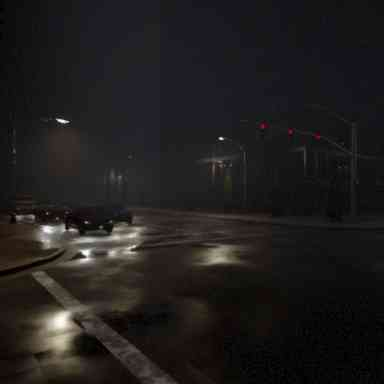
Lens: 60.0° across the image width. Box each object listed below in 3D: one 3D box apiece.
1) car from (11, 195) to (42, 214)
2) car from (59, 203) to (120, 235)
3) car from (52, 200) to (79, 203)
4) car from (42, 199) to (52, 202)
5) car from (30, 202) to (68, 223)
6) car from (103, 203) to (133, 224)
[{"bbox_3d":[-19.121,1.353,37.822,2.150,2.045,5.566,1,-1,-35],"label":"car"},{"bbox_3d":[-6.338,1.655,20.145,1.812,1.442,4.674,1,0,-36],"label":"car"},{"bbox_3d":[-12.617,1.662,34.778,2.128,1.511,4.902,1,-1,-36],"label":"car"},{"bbox_3d":[-19.257,1.658,43.994,2.128,1.511,4.902,1,0,-36],"label":"car"},{"bbox_3d":[-11.685,1.731,27.507,1.895,1.301,4.718,1,0,-36],"label":"car"},{"bbox_3d":[-6.318,1.646,26.058,1.882,1.535,5.008,1,0,-36],"label":"car"}]
